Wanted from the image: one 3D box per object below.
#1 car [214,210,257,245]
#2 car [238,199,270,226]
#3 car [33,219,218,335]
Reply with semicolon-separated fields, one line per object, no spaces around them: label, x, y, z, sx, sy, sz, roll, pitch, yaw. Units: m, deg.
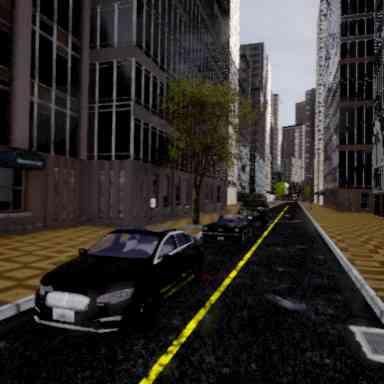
car;1.931;1.787;16.933;1.895;1.301;4.718;1;-1;17
car;5.077;1.564;27.043;2.150;2.045;5.566;1;-1;17
car;-1.106;1.533;7.106;2.128;1.511;4.902;1;-1;17
